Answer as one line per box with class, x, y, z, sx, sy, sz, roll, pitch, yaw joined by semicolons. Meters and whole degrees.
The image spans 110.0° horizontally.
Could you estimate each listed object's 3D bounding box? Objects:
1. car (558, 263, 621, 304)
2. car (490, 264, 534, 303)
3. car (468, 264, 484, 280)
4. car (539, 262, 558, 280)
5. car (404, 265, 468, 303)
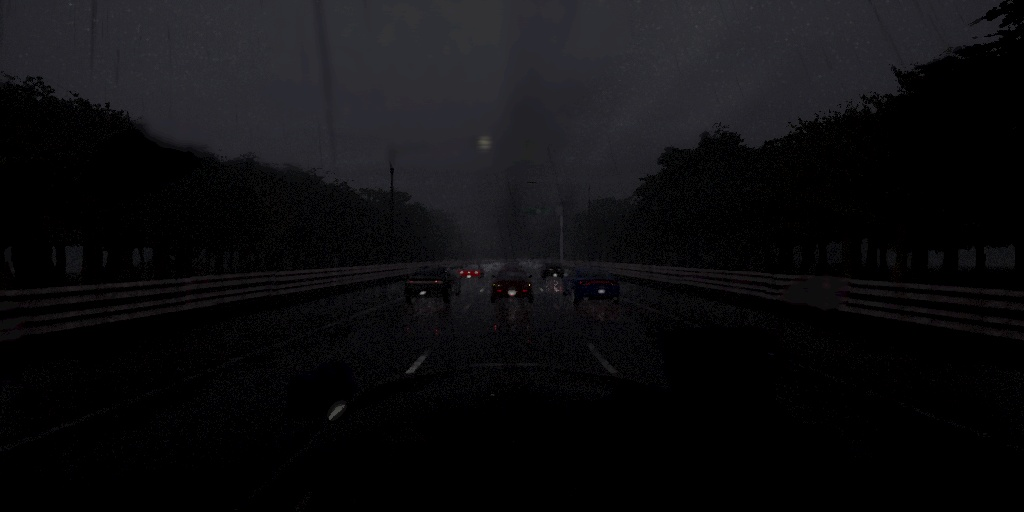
car;3.500;1.237;16.500;1.882;1.535;5.008;0;0;0
car;0.000;1.285;16.501;1.812;1.442;4.674;0;0;0
car;-3.500;1.383;31.530;1.895;1.301;4.718;0;0;0
car;3.500;1.283;31.500;1.837;1.490;4.892;0;0;0
car;-3.500;1.248;16.500;2.128;1.511;4.902;0;0;0
